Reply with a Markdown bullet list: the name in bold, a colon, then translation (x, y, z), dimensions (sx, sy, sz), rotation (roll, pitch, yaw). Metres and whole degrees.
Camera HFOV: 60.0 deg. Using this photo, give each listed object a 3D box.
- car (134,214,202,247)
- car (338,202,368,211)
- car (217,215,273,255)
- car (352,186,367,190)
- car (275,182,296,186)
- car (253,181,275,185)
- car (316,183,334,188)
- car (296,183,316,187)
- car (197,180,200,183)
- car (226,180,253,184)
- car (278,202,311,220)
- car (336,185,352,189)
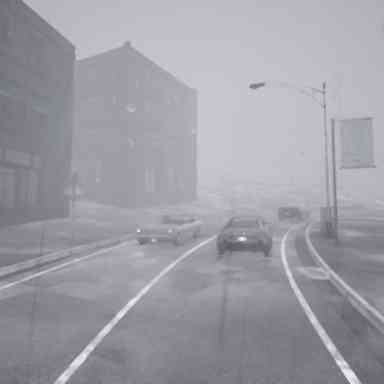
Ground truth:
- **car**: translation (-0.979, 1.740, 16.042), dimensions (1.895, 1.301, 4.718), rotation (-1, -1, 17)
- **car**: translation (24.412, 2.172, 50.307), dimensions (5.357, 1.411, 2.033), rotation (0, -4, -33)
- **car**: translation (2.254, 1.619, 13.578), dimensions (1.994, 1.385, 4.181), rotation (-1, -1, 14)
- **car**: translation (40.903, -0.809, 83.612), dimensions (4.674, 1.452, 2.002), rotation (2, -5, -24)
- **car**: translation (20.256, -1.554, 75.183), dimensions (4.674, 1.452, 2.002), rotation (2, -5, -19)
- **car**: translation (15.015, -1.750, 73.369), dimensions (4.892, 1.521, 2.231), rotation (1, -5, -18)
- **car**: translation (30.590, -1.368, 79.154), dimensions (4.553, 1.767, 2.185), rotation (2, -5, -21)
- **car**: translation (25.455, -1.423, 77.114), dimensions (5.008, 1.535, 2.097), rotation (2, -5, -20)
- **car**: translation (-0.636, -2.236, 68.291), dimensions (4.553, 1.767, 2.185), rotation (1, -5, -18)
- **car**: translation (9.769, -1.879, 71.658), dimensions (4.892, 1.521, 2.231), rotation (1, -5, -18)
- **car**: translation (9.134, 1.659, 29.499), dimensions (1.882, 1.535, 5.008), rotation (-3, -2, 31)
- **car**: translation (35.863, -1.017, 81.369), dimensions (4.792, 1.488, 2.163), rotation (2, -5, -23)
